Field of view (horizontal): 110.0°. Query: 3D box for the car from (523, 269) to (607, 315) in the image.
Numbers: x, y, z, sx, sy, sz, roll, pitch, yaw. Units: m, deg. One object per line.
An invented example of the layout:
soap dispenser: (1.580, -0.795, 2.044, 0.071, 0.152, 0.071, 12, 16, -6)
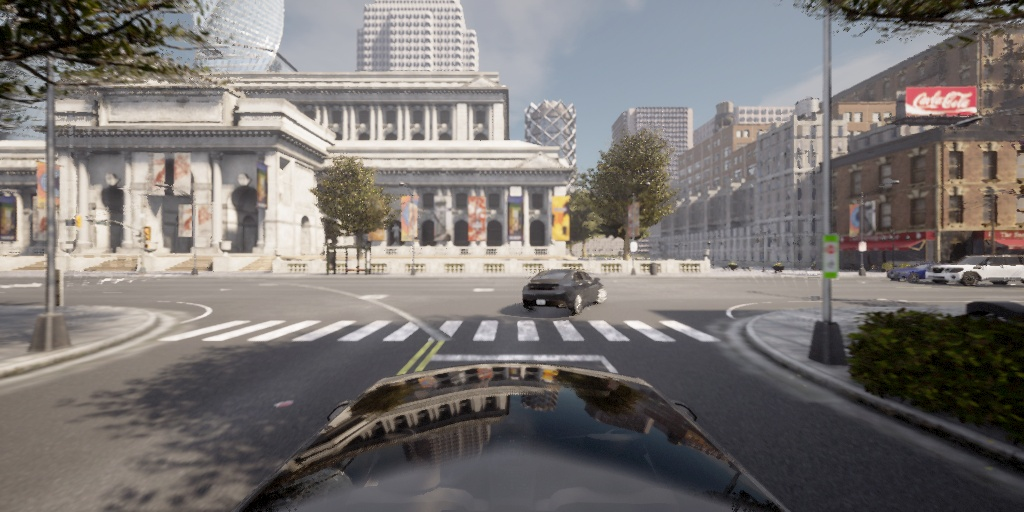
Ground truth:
car: (2.107, 1.231, 13.645, 1.837, 1.490, 4.892, -3, -1, 29)

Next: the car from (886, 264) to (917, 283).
car: (31.091, 1.225, 26.756, 4.674, 1.442, 1.812, 0, 0, 11)

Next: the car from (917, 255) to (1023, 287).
car: (30.867, 0.928, 23.336, 5.566, 2.045, 2.150, 0, 0, 11)
